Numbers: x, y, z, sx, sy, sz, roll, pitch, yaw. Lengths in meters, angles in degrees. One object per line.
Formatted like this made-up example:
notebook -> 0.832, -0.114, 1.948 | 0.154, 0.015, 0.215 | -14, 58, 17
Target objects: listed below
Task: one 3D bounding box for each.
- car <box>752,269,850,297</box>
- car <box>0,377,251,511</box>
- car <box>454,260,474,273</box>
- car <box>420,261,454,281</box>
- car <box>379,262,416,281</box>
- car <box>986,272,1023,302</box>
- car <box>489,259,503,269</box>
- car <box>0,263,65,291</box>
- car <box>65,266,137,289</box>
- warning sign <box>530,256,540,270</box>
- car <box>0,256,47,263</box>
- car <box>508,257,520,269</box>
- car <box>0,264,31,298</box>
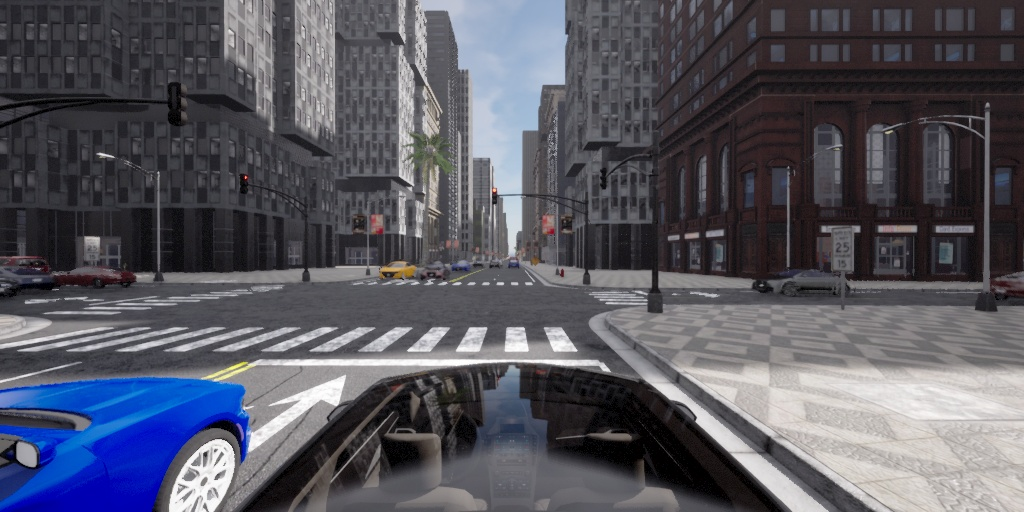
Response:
car -> 15.342, 1.393, 19.149 | 4.181, 1.385, 1.994 | 0, 0, 0
car -> -3.156, 1.228, 1.001 | 1.882, 1.535, 5.008 | 0, 0, 0
car -> -6.383, 1.292, 45.205 | 1.882, 1.535, 5.008 | 0, 0, 0
car -> -6.401, 1.326, 30.196 | 1.994, 1.385, 4.181 | 0, 0, -2
car -> -9.729, 1.242, 30.885 | 1.882, 1.535, 5.008 | 0, 0, 1
car -> 24.031, 1.412, 15.915 | 4.674, 1.442, 1.812 | 0, 0, 1
car -> -2.951, 1.438, 62.490 | 1.837, 1.490, 4.892 | 0, 0, 0
car -> -26.874, 1.220, 18.775 | 4.181, 1.385, 1.994 | 0, 0, 0
car -> -24.973, 1.231, 21.379 | 4.207, 1.307, 1.802 | 0, 0, -1
warning sign -> 3.074, 0.941, 47.326 | 1.300, 1.860, 1.060 | 0, 0, 0
car -> -30.612, 0.944, 21.320 | 5.009, 1.841, 2.192 | 0, 0, -1
car -> 0.343, 1.408, 62.167 | 1.882, 1.535, 5.008 | 0, 0, 1
car -> -24.647, 1.207, 15.610 | 4.674, 1.442, 1.812 | 0, 0, -1
